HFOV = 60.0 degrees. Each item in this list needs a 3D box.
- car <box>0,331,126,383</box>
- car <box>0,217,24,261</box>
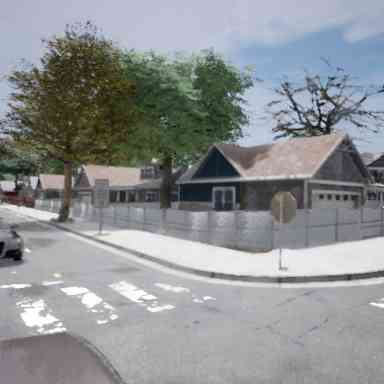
[{"bbox_3d":[-2.732,1.545,1.130,5.357,1.411,2.033,0,0,-35],"label":"car"},{"bbox_3d":[-7.125,1.552,11.469,1.994,1.385,4.181,2,-1,-35],"label":"car"}]
